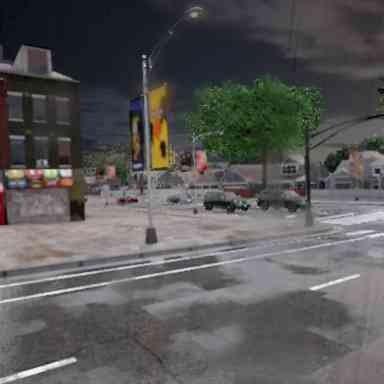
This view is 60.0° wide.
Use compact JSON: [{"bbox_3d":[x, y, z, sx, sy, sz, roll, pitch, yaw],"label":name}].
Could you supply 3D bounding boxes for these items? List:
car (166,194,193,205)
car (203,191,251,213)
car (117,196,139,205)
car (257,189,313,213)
[{"bbox_3d":[-1.775,1.002,46.273,2.128,1.511,4.902,-3,2,-35],"label":"car"},{"bbox_3d":[3.388,0.921,33.326,2.150,2.045,5.566,-3,2,-35],"label":"car"},{"bbox_3d":[-10.123,1.242,52.567,1.895,1.301,4.718,-3,2,-35],"label":"car"},{"bbox_3d":[8.656,0.780,31.512,2.150,2.045,5.566,-3,2,-34],"label":"car"}]
